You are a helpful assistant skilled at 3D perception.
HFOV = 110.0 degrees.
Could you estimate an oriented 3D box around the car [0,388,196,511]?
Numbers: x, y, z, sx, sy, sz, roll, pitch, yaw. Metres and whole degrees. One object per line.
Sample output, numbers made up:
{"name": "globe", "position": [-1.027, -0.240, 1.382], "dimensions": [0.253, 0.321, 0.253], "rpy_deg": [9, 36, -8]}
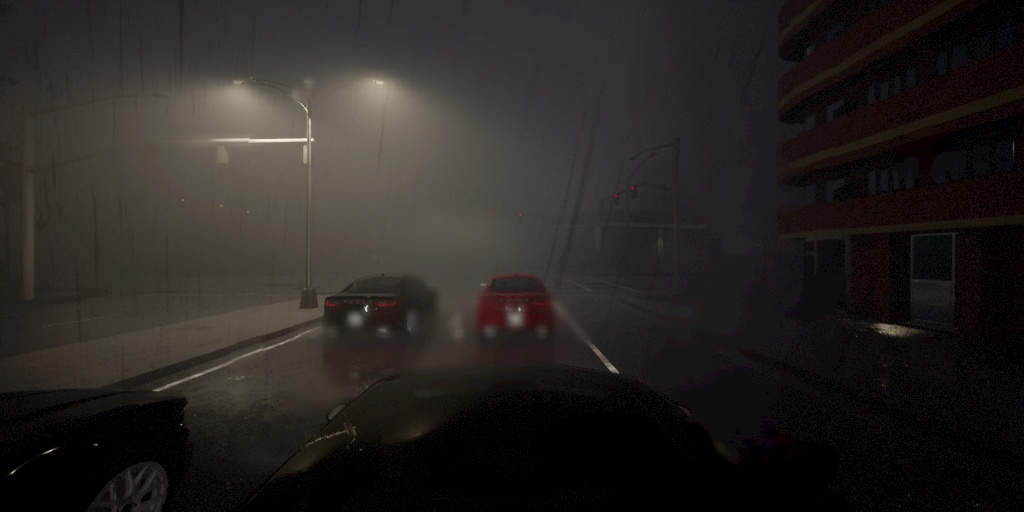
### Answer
{"name": "car", "position": [-3.408, 1.228, 0.716], "dimensions": [1.882, 1.535, 5.008], "rpy_deg": [0, 0, 0]}

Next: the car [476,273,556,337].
{"name": "car", "position": [0.108, 1.228, 10.305], "dimensions": [1.882, 1.535, 5.008], "rpy_deg": [0, 0, 1]}

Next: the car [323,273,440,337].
{"name": "car", "position": [-3.397, 1.228, 10.290], "dimensions": [1.882, 1.535, 5.008], "rpy_deg": [0, 0, 0]}
